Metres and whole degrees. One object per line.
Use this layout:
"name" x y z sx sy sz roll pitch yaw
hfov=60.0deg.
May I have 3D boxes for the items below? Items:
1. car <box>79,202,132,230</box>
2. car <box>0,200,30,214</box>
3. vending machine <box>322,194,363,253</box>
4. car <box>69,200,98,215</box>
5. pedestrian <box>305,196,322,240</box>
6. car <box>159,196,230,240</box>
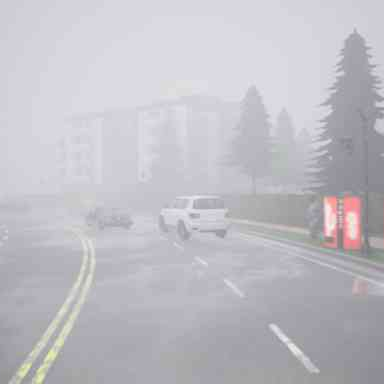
"car" -5.455 1.591 21.279 2.033 1.411 5.357 0 0 -30
"car" -20.136 1.601 37.228 4.902 1.511 2.128 0 0 33
"vending machine" 5.657 1.142 12.551 1.100 2.100 0.880 0 0 -15
"car" -10.564 1.518 33.257 1.882 1.535 5.008 0 0 -43
"pedestrian" 5.119 1.090 13.896 0.375 1.860 0.375 0 0 -16
"car" -0.047 1.204 17.128 2.150 2.045 5.566 0 0 -21
